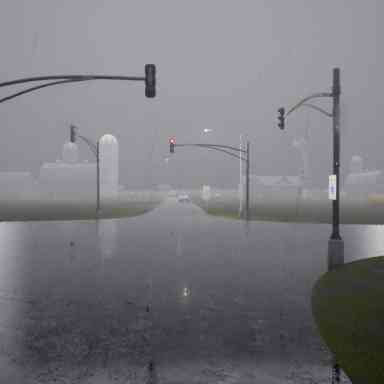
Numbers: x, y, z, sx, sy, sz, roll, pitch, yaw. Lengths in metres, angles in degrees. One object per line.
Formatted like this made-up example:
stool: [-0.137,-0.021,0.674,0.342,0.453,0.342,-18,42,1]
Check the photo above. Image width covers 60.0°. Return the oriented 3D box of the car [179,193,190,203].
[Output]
car: [-1.513,1.553,69.886,1.812,1.442,4.674,0,0,-3]

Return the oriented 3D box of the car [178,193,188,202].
car: [-2.097,1.189,79.920,2.150,2.045,5.566,0,0,-4]
